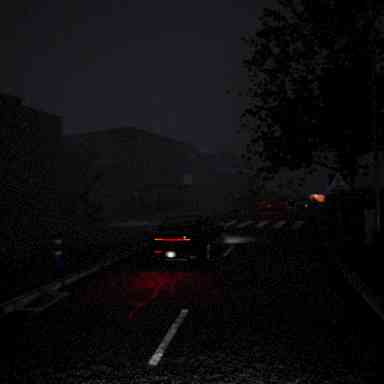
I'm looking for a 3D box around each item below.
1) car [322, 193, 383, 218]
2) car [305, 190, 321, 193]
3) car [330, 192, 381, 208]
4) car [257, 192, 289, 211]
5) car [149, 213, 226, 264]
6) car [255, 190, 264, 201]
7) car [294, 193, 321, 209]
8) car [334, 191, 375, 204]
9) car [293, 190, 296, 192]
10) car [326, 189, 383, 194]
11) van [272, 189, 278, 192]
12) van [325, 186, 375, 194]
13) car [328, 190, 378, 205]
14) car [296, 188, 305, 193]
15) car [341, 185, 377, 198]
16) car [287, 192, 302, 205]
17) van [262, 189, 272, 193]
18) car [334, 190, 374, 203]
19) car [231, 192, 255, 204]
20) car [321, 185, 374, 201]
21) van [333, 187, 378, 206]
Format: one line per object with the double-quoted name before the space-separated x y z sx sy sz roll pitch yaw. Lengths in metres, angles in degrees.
"car" 11.903 1.074 23.131 4.892 1.521 2.231 -2 0 24
"car" 17.547 0.623 46.550 2.097 1.767 4.553 -2 0 26
"car" 17.387 0.868 35.575 4.674 1.452 2.002 -2 0 25
"car" 8.607 1.151 35.039 1.882 1.535 5.008 -2 0 25
"car" -0.005 1.525 12.055 1.837 1.490 4.892 -2 1 15
"car" 10.520 0.970 58.875 2.163 1.488 4.792 -2 0 29
"car" 12.938 1.106 37.037 1.895 1.301 4.718 -2 0 24
"car" 20.922 0.686 42.943 4.674 1.452 2.002 -2 0 27
"car" 21.981 0.490 77.888 2.002 1.452 4.674 -2 0 34
"car" 13.034 0.901 25.641 4.553 1.767 2.185 -2 0 24
"van" 15.986 0.439 68.408 1.878 1.987 4.442 -2 0 32
"van" 13.997 0.757 28.226 4.442 1.987 1.878 -2 0 24
"car" 19.548 0.712 40.577 5.366 1.575 1.946 -2 0 26
"car" 28.204 0.064 87.010 2.435 2.045 5.566 -2 -1 36
"car" 30.081 -0.108 59.852 5.566 2.045 2.435 -2 0 31
"car" 12.962 1.065 44.398 1.895 1.301 4.718 -2 0 27
"van" 13.185 0.572 63.631 1.878 1.987 4.442 -2 0 31
"car" 22.123 0.610 45.396 4.792 1.488 2.163 -2 1 27
"car" 7.935 1.078 54.029 2.097 1.535 5.008 -2 0 28
"car" 15.221 0.680 30.686 5.566 2.045 2.435 -2 0 24
"van" 18.632 0.541 37.981 4.442 1.987 1.878 -2 0 25
